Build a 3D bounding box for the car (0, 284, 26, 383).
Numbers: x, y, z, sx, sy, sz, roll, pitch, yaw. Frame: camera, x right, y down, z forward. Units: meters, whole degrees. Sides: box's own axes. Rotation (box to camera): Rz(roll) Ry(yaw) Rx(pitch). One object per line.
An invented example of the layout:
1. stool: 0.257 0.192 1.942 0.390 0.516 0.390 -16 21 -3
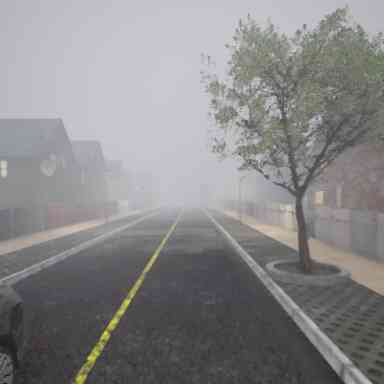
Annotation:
1. car: -2.843 1.513 1.912 2.128 1.511 4.902 0 -1 0
